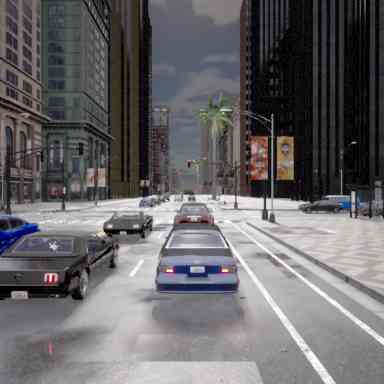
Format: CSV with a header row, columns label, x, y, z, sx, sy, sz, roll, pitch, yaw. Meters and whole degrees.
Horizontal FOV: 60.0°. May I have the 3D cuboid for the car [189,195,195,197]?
label,x,y,z,sx,sy,sz,roll,pitch,yaw
car,-0.028,1.529,81.237,1.812,1.442,4.674,0,0,0

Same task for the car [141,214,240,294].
label,x,y,z,sx,sy,sz,roll,pitch,yaw
car,0.099,1.547,8.945,2.033,1.411,5.357,0,0,0

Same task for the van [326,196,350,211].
label,x,y,z,sx,sy,sz,roll,pitch,yaw
van,17.054,1.314,38.121,3.998,1.788,1.690,0,0,0

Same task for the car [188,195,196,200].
label,x,y,z,sx,sy,sz,roll,pitch,yaw
car,-0.031,1.546,91.458,2.033,1.411,5.357,0,0,0

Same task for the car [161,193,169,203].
label,x,y,z,sx,sy,sz,roll,pitch,yaw
car,-6.524,1.481,69.135,1.882,1.535,5.008,0,0,0

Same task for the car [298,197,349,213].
label,x,y,z,sx,sy,sz,roll,pitch,yaw
car,13.726,1.509,35.454,4.674,1.442,1.812,0,0,2

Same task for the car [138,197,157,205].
label,x,y,z,sx,sy,sz,roll,pitch,yaw
car,-6.601,1.528,48.907,1.812,1.442,4.674,0,0,-1

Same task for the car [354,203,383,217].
label,x,y,z,sx,sy,sz,roll,pitch,yaw
car,17.061,1.548,29.596,4.403,1.369,2.008,0,0,0

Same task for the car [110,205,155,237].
label,x,y,z,sx,sy,sz,roll,pitch,yaw
car,-3.160,1.601,17.484,1.895,1.301,4.718,0,0,0

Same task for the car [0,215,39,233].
label,x,y,z,sx,sy,sz,roll,pitch,yaw
car,-6.603,1.477,10.396,1.882,1.535,5.008,0,0,0

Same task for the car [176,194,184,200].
label,x,y,z,sx,sy,sz,roll,pitch,yaw
car,-3.281,1.316,90.387,1.882,1.535,5.008,0,0,0

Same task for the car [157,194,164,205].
label,x,y,z,sx,sy,sz,roll,pitch,yaw
car,-6.606,1.567,58.913,1.994,1.385,4.181,0,0,0

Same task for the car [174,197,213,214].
label,x,y,z,sx,sy,sz,roll,pitch,yaw
car,0.114,1.352,18.388,2.097,1.767,4.553,0,0,0

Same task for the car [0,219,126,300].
label,x,y,z,sx,sy,sz,roll,pitch,yaw
car,-3.152,1.601,8.317,1.895,1.301,4.718,0,0,0

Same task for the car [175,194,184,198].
label,x,y,z,sx,sy,sz,roll,pitch,yaw
car,-3.278,1.522,80.384,1.812,1.442,4.674,0,0,0
